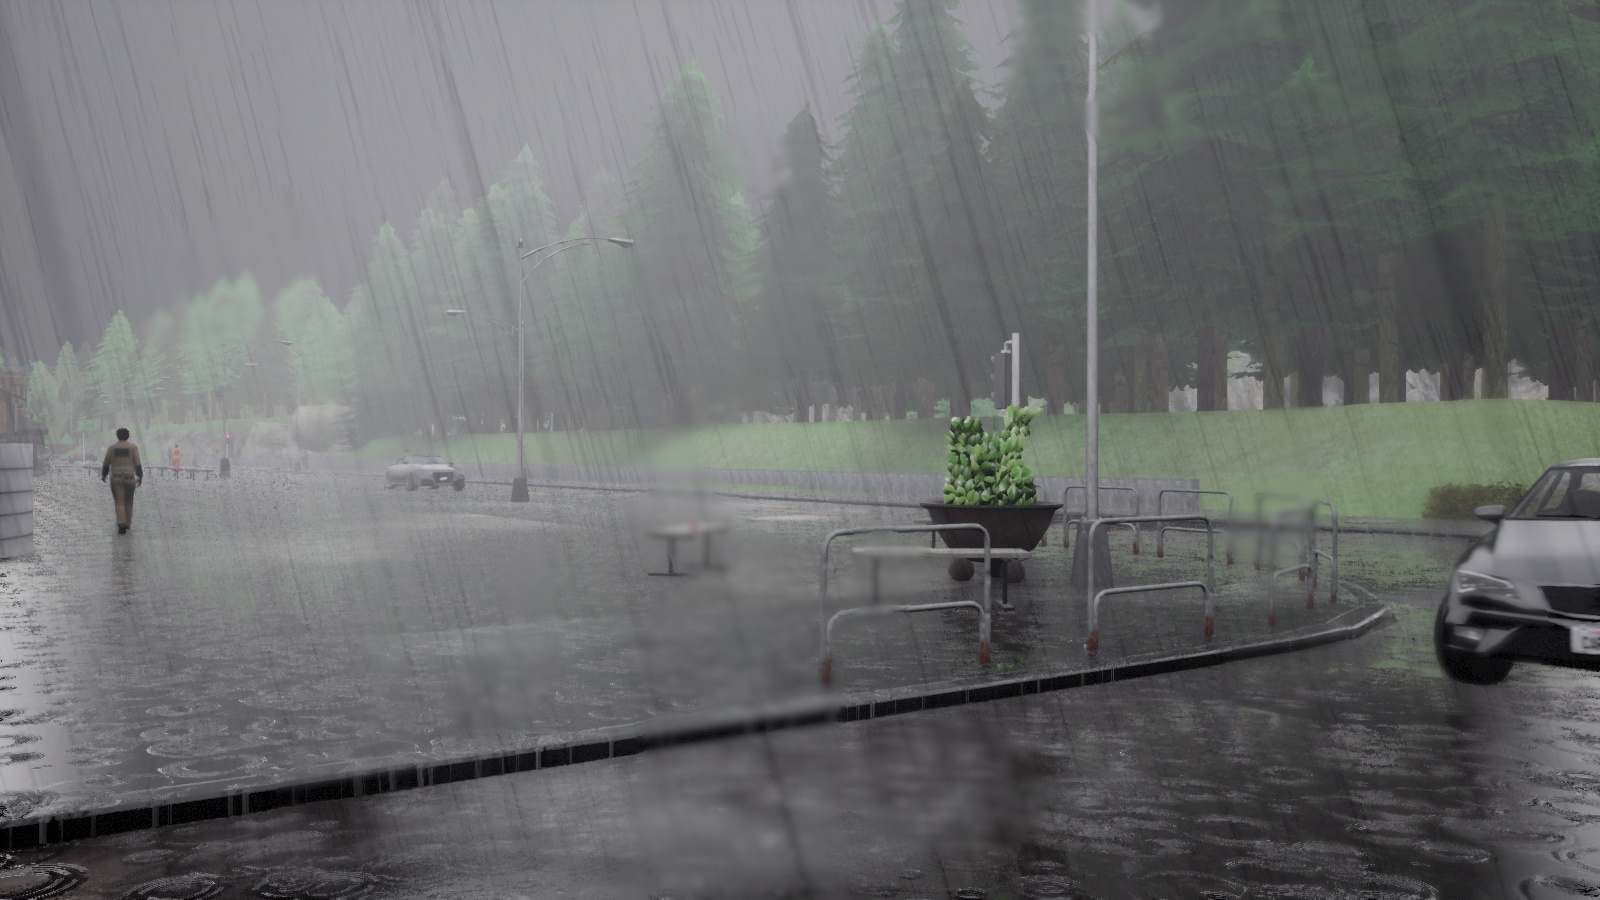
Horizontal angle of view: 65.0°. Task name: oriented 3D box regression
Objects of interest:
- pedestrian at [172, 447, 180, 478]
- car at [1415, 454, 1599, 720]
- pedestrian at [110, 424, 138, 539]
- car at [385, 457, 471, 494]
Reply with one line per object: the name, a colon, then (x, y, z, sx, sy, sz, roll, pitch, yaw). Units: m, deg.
pedestrian: (-36.801, 0.714, 74.090, 0.345, 1.836, 0.594, 0, 0, -34)
car: (5.749, 0.767, 8.656, 1.816, 1.474, 4.193, 0, 0, 39)
pedestrian: (-11.581, 0.532, 21.527, 0.396, 1.930, 0.692, 0, 0, -26)
car: (-14.515, 0.959, 48.864, 1.994, 1.385, 4.181, 0, 0, -35)
